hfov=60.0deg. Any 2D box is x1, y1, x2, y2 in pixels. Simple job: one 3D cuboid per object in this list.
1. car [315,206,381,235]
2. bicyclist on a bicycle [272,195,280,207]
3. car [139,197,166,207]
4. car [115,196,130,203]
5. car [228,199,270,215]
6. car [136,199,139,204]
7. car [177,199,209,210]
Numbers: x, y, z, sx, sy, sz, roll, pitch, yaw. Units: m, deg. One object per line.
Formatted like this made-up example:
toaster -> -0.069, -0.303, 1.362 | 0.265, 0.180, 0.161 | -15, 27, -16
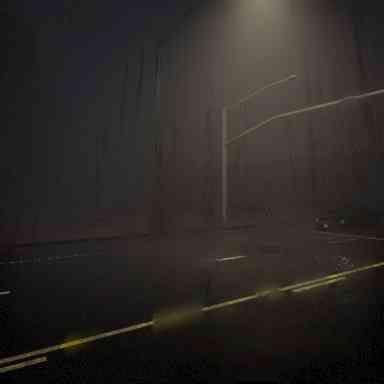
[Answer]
car -> 8.991, 1.526, 18.949 | 4.674, 1.442, 1.812 | 0, 0, -35
bicyclist on a bicycle -> 11.500, 1.303, 45.517 | 1.656, 1.620, 0.582 | 0, 0, -36
car -> -5.792, 1.478, 50.847 | 1.882, 1.535, 5.008 | 0, 0, -35
car -> -14.417, 1.468, 69.097 | 1.812, 1.442, 4.674 | 0, 0, -36
car -> 5.856, 1.491, 34.519 | 2.128, 1.511, 4.902 | 0, 0, -36
car -> -8.606, 1.564, 61.046 | 1.994, 1.385, 4.181 | 0, 0, -35
car -> 0.073, 1.601, 42.620 | 1.895, 1.301, 4.718 | 0, 0, -36
